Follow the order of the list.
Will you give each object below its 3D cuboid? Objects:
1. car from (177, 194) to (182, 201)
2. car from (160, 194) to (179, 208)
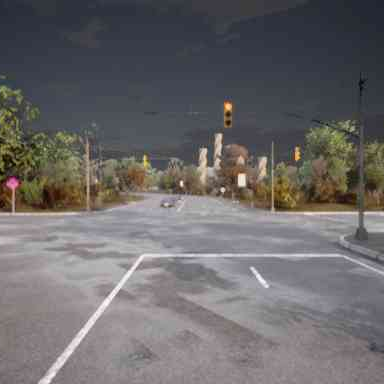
[{"bbox_3d":[-3.306,1.279,72.609,1.812,1.442,4.674,0,1,0],"label":"car"},{"bbox_3d":[-3.374,1.503,46.523,2.128,1.511,4.902,0,1,0],"label":"car"}]
